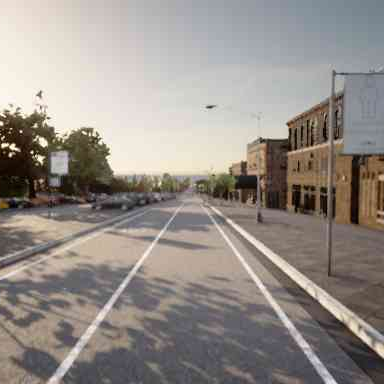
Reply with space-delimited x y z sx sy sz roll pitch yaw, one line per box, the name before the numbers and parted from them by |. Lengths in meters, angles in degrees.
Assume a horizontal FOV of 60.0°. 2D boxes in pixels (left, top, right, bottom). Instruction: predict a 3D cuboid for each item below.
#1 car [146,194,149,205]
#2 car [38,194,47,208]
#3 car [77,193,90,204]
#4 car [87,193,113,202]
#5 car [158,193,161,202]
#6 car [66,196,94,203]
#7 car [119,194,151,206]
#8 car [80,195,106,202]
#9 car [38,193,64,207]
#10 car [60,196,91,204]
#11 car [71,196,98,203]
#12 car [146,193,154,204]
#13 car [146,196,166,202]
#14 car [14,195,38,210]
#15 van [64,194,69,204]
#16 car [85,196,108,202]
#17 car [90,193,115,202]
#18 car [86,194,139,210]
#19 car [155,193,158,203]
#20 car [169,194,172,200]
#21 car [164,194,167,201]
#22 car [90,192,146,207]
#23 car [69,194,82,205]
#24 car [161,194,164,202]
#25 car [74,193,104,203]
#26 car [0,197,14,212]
car | -8.857 1.346 45.966 4.892 1.521 2.231 0 0 0
car | -21.933 1.378 43.159 4.674 1.452 2.002 0 0 0
car | -21.754 1.419 59.865 5.366 1.575 1.946 0 0 0
car | -21.940 1.307 79.361 5.566 2.045 2.435 0 -1 0
car | -8.859 1.439 62.786 5.008 1.535 2.097 0 0 0
car | -21.918 1.485 65.435 4.792 1.488 2.163 0 0 0
car | -8.821 1.246 51.572 4.553 1.767 2.185 0 0 0
car | -21.955 1.512 73.790 5.008 1.535 2.097 0 0 0
car | -21.900 1.232 48.728 4.553 1.767 2.185 0 0 0
car | -21.938 1.439 62.651 5.008 1.535 2.097 0 0 0
car | -21.981 1.502 68.220 4.792 1.488 2.163 0 0 0
car | -8.879 1.107 48.772 5.566 2.045 2.435 0 0 0
car | -8.923 1.615 82.405 4.792 1.488 2.163 0 -1 0
car | -21.936 1.331 40.372 5.008 1.535 2.097 0 0 0
van | -22.048 1.146 51.509 4.442 1.987 1.878 0 0 0
car | -21.962 1.573 76.451 4.674 1.452 2.002 0 0 0
car | -21.944 1.331 82.022 5.566 2.045 2.435 0 -1 0
car | -8.847 1.331 37.561 4.892 1.521 2.231 0 0 0
car | -8.851 1.406 57.180 4.892 1.521 2.231 0 0 0
car | -8.905 1.689 93.618 5.008 1.535 2.097 0 -1 0
car | -8.880 1.535 76.802 5.008 1.535 2.097 0 -1 0
car | -8.880 1.081 40.362 5.566 2.045 2.435 0 0 0
car | -21.934 1.445 57.079 4.674 1.452 2.002 0 0 0
car | -8.897 1.205 65.591 5.566 2.045 2.435 0 0 0
car | -21.928 1.240 71.005 5.566 2.045 2.435 0 0 0
car | -21.929 1.331 34.803 5.008 1.535 2.097 0 0 0
